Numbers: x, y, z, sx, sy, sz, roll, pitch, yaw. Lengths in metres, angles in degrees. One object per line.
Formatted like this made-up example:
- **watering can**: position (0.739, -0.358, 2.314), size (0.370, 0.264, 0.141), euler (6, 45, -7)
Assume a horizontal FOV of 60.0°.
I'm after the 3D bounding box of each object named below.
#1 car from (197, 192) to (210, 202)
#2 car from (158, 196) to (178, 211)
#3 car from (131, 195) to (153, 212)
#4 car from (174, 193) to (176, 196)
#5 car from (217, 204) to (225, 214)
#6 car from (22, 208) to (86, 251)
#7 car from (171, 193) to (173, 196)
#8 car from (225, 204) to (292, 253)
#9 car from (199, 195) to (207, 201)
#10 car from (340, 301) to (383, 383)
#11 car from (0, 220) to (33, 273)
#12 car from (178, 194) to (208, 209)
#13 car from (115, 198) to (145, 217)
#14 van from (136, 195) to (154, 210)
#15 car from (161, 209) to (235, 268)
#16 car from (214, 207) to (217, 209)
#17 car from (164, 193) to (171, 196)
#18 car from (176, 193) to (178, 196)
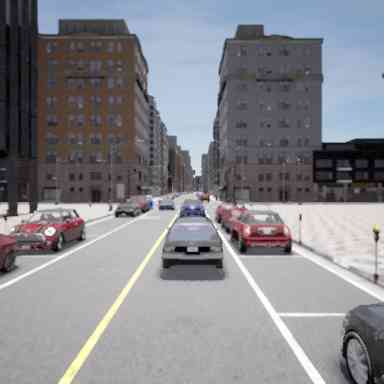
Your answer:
- **car**: position (2.653, 1.206, 68.919), size (2.192, 1.841, 5.009), euler (0, 0, 0)
- **car**: position (-3.053, 1.520, 40.958), size (2.033, 1.411, 5.357), euler (0, 0, 0)
- **car**: position (-5.867, 1.292, 36.288), size (2.192, 1.841, 5.009), euler (0, 0, 0)
- **car**: position (-5.877, 1.359, 85.740), size (1.752, 1.417, 4.829), euler (0, 0, 0)
- **car**: position (2.663, 1.571, 19.345), size (1.802, 1.307, 4.206), euler (0, 0, 0)
- **car**: position (-5.862, 1.434, 13.728), size (1.967, 1.590, 4.097), euler (0, 0, 0)
- **car**: position (-5.875, 1.438, 74.600), size (1.947, 1.339, 4.313), euler (0, 0, 0)
- **car**: position (2.664, 1.434, 13.705), size (1.967, 1.590, 4.097), euler (0, 0, 0)
- **car**: position (2.650, 1.398, 80.233), size (1.887, 1.381, 4.507), euler (0, 0, 0)
- **car**: position (2.667, 1.550, 2.427), size (2.008, 1.369, 4.403), euler (0, 0, 0)
- **car**: position (-5.860, 1.579, 8.087), size (1.802, 1.307, 4.206), euler (0, 0, 0)
- **car**: position (0.058, 1.334, 29.441), size (2.097, 1.767, 4.553), euler (0, 0, 0)
- **car**: position (-5.866, 1.547, 30.647), size (1.947, 1.339, 4.313), euler (0, 0, 0)
- **van**: position (-5.868, 1.312, 41.929), size (1.690, 1.788, 3.998), euler (0, 0, 0)
- **car**: position (0.038, 1.543, 11.189), size (2.033, 1.411, 5.357), euler (0, 0, 1)
- **car**: position (2.662, 1.530, 24.985), size (1.887, 1.381, 4.507), euler (0, 0, 0)
- **car**: position (-5.873, 1.417, 68.775), size (1.752, 1.417, 4.829), euler (0, 0, 0)
- **car**: position (-5.878, 1.128, 91.564), size (2.192, 1.841, 5.009), euler (0, 0, 0)
